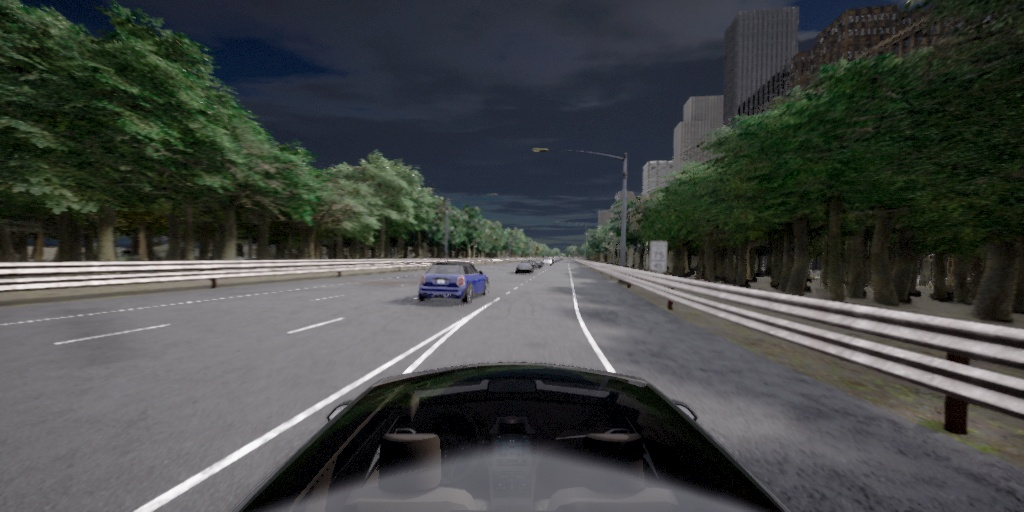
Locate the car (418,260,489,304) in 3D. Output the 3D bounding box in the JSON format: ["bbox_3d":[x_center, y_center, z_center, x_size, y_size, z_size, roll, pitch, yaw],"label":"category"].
[{"bbox_3d":[-2.461,1.038,16.168,2.097,1.767,4.553,1,0,9],"label":"car"}]

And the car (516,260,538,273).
[{"bbox_3d":[1.671,1.347,43.023,1.994,1.385,4.181,1,0,9],"label":"car"}]

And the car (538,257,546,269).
[{"bbox_3d":[4.108,1.372,58.834,1.812,1.442,4.674,1,0,9],"label":"car"}]
